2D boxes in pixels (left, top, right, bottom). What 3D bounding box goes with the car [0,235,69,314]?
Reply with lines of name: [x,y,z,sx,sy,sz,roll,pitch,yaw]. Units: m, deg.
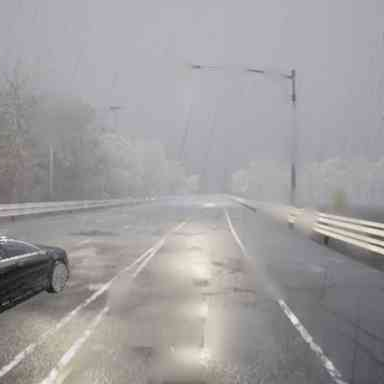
car: [-3.991,1.520,6.073,2.128,1.511,4.902,0,0,5]
